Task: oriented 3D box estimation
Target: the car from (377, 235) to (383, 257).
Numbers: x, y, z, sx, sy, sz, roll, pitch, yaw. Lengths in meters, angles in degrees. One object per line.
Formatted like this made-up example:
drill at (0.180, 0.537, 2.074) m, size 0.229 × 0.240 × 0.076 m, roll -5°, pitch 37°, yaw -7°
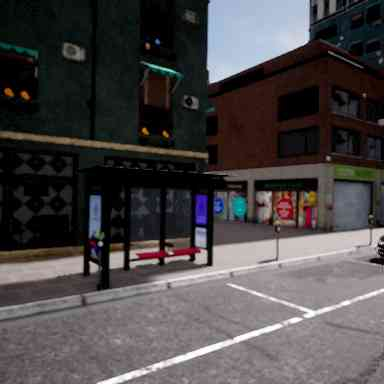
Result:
car at (8.443, 1.686, 12.130) m, size 4.403 × 1.369 × 2.008 m, roll 1°, pitch 0°, yaw -35°
